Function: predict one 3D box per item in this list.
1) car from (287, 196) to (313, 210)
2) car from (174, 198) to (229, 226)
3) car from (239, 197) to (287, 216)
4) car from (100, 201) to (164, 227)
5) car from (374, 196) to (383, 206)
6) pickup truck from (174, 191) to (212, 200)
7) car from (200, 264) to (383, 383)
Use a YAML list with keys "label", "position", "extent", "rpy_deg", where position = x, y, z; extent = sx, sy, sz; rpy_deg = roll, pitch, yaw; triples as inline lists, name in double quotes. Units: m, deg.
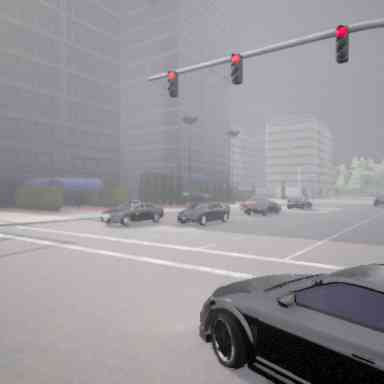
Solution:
- label: "car"
  position: [13.157, 1.534, 40.663]
  extent: [1.895, 1.301, 4.718]
  rpy_deg: [0, 0, 35]
- label: "car"
  position: [0.874, 1.438, 23.235]
  extent: [1.837, 1.490, 4.892]
  rpy_deg: [0, 0, 35]
- label: "car"
  position: [6.854, 1.480, 31.743]
  extent: [2.033, 1.411, 5.357]
  rpy_deg: [0, 0, 35]
- label: "car"
  position: [-3.934, 1.405, 22.480]
  extent: [2.128, 1.511, 4.902]
  rpy_deg: [0, 0, 35]
- label: "car"
  position: [29.598, 1.324, 51.561]
  extent: [2.097, 1.767, 4.553]
  rpy_deg: [0, 0, 35]
- label: "pickup truck"
  position: [-0.004, 0.903, 50.703]
  extent: [6.274, 2.098, 2.390]
  rpy_deg: [0, 0, -24]
- label: "car"
  position: [1.962, 1.561, 3.833]
  extent: [1.994, 1.385, 4.181]
  rpy_deg: [0, 0, -38]
